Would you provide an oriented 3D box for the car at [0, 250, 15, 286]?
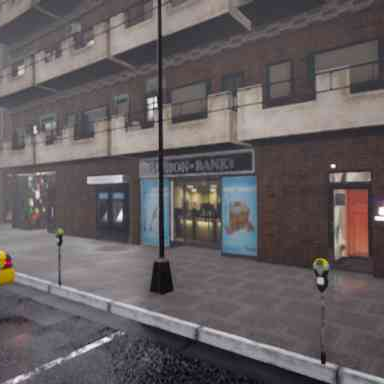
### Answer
[{"bbox_3d":[-6.186,1.430,7.767,5.366,1.575,1.801,0,0,36],"label":"car"}]
